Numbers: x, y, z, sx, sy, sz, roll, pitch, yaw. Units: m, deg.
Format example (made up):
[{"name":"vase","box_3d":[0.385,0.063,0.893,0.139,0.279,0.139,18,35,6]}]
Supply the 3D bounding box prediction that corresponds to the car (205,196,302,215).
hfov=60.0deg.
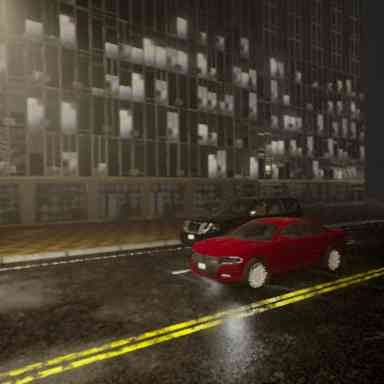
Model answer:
[{"name":"car","box_3d":[2.228,1.211,13.235,5.566,2.045,2.150,0,0,-35]}]

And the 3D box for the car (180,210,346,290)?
[{"name":"car","box_3d":[2.272,1.470,9.281,5.008,1.535,1.882,0,0,-35]}]
